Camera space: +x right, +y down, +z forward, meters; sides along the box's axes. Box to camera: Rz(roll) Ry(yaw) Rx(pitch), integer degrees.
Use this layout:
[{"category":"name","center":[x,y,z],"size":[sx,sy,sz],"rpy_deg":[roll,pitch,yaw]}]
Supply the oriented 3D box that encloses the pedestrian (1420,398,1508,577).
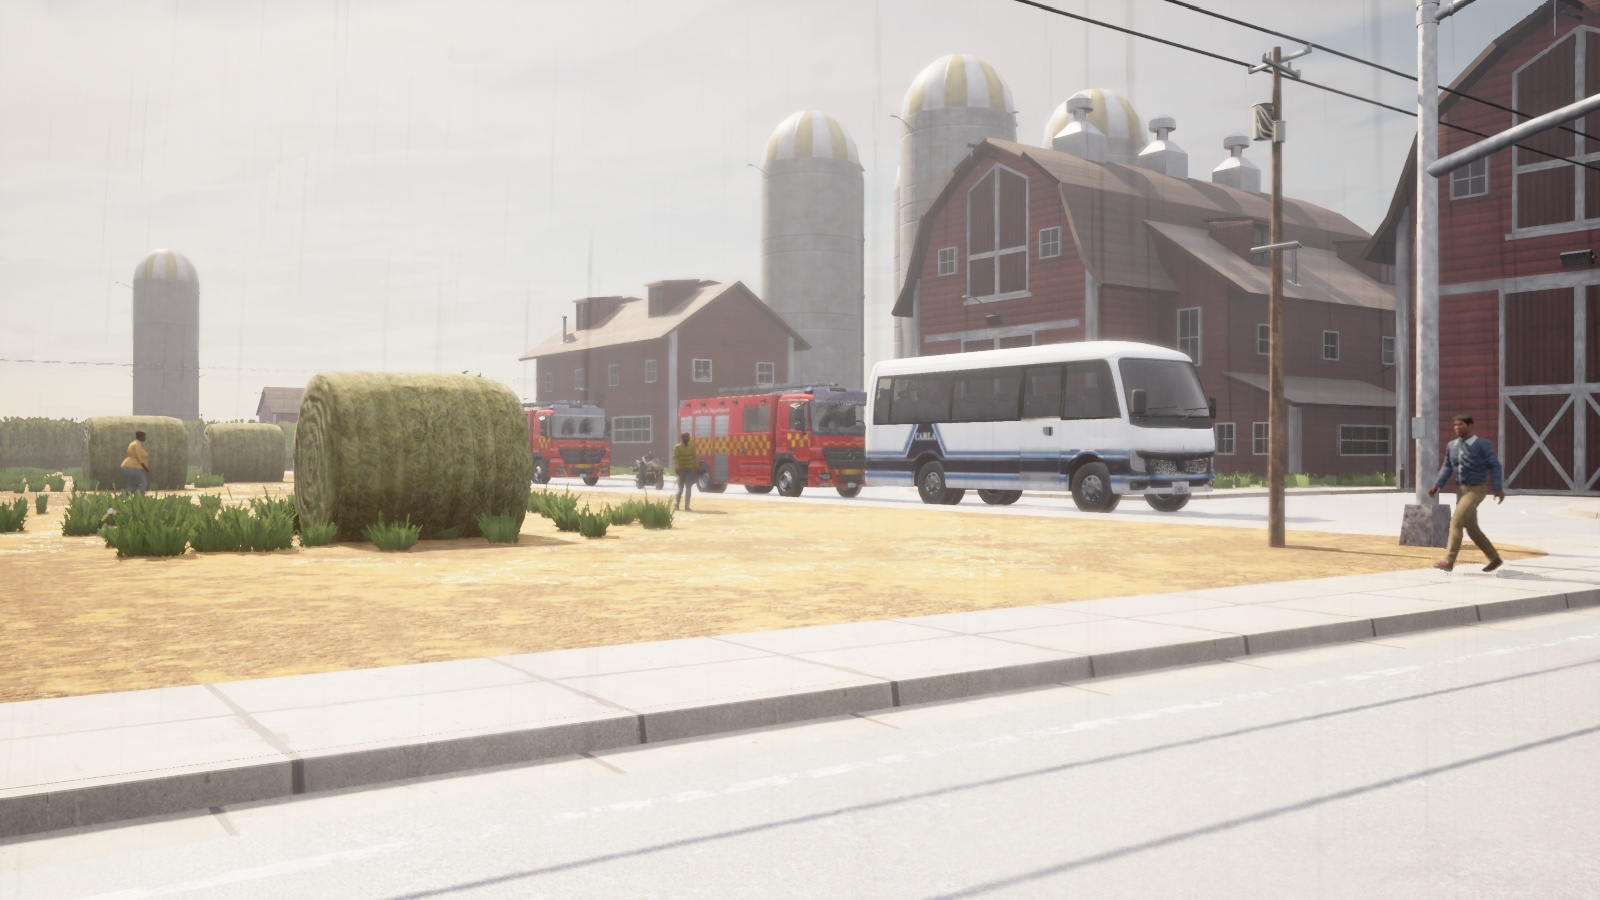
[{"category":"pedestrian","center":[7.412,0.411,14.030],"size":[0.788,1.949,0.423],"rpy_deg":[0,0,-15]}]

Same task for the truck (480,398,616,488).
[{"category":"truck","center":[-11.783,-0.280,57.959],"size":[2.891,3.827,8.468],"rpy_deg":[0,0,-36]}]

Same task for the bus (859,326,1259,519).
[{"category":"bus","center":[6.317,-0.595,32.948],"size":[3.944,4.253,10.273],"rpy_deg":[0,0,-36]}]

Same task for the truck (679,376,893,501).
[{"category":"truck","center":[-0.707,-0.342,42.652],"size":[2.891,3.827,8.468],"rpy_deg":[0,0,-36]}]

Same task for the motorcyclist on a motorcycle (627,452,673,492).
[{"category":"motorcyclist on a motorcycle","center":[-5.971,0.870,49.922],"size":[0.866,1.530,2.191],"rpy_deg":[-1,0,-36]}]

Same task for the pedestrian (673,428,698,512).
[{"category":"pedestrian","center":[-2.546,0.444,27.947],"size":[0.370,1.835,0.726],"rpy_deg":[0,0,-21]}]

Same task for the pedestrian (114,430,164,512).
[{"category":"pedestrian","center":[-15.281,0.474,29.031],"size":[0.900,1.855,0.874],"rpy_deg":[0,0,-35]}]
